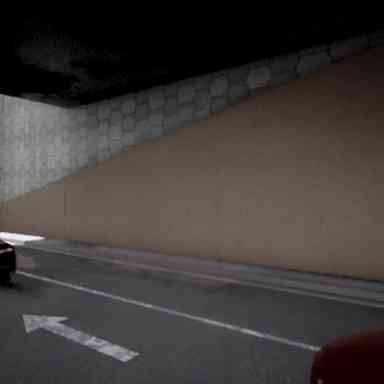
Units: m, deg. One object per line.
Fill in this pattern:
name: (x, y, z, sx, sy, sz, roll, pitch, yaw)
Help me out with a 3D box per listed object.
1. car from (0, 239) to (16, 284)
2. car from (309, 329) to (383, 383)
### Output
car: (-6.437, 1.567, 8.550, 4.902, 1.511, 2.128, 0, 0, 36)
car: (3.024, 1.514, 1.729, 4.674, 1.442, 1.812, 0, 0, 36)
